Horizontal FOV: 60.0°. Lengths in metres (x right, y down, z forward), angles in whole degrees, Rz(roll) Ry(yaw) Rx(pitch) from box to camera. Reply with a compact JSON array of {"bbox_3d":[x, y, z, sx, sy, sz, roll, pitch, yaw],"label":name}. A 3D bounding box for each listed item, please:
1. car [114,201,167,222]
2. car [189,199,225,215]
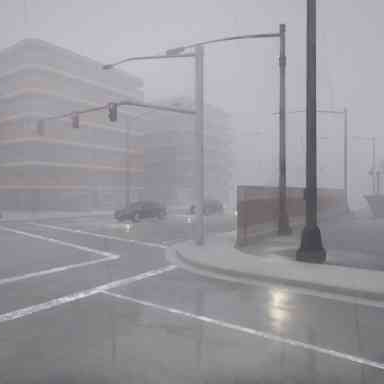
[{"bbox_3d":[-3.961,1.505,26.320,1.837,1.490,4.892,0,0,35],"label":"car"},{"bbox_3d":[1.627,1.505,34.444,1.837,1.490,4.892,0,0,35],"label":"car"}]
